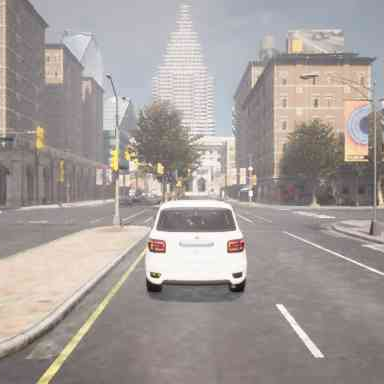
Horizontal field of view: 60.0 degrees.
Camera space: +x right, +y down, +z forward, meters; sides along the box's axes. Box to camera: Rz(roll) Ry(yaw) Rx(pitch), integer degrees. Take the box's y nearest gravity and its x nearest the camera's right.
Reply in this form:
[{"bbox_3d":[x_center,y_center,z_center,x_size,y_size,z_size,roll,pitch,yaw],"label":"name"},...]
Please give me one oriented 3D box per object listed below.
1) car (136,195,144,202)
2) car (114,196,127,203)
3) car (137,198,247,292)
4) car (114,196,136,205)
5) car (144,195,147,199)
[{"bbox_3d":[-11.701,1.600,68.559,1.895,1.301,4.718,0,0,0],"label":"car"},{"bbox_3d":[-14.955,1.594,69.883,1.895,1.301,4.718,0,0,0],"label":"car"},{"bbox_3d":[0.077,1.221,9.042,2.150,2.045,5.566,0,0,0],"label":"car"},{"bbox_3d":[-11.726,1.505,58.505,1.837,1.490,4.892,0,0,0],"label":"car"},{"bbox_3d":[-11.731,1.500,78.741,1.837,1.490,4.892,0,0,0],"label":"car"}]
